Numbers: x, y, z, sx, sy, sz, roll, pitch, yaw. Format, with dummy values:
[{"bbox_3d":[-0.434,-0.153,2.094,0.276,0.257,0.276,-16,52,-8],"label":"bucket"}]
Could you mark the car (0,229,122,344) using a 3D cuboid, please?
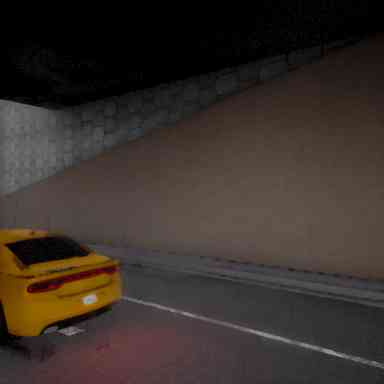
[{"bbox_3d":[-3.553,1.478,6.509,5.008,1.535,1.882,0,0,36],"label":"car"}]
